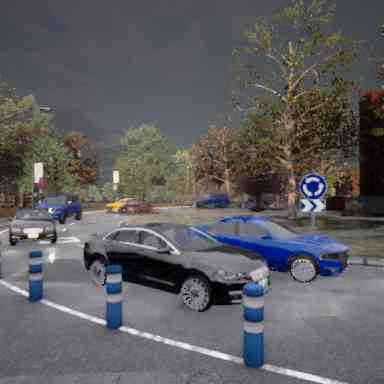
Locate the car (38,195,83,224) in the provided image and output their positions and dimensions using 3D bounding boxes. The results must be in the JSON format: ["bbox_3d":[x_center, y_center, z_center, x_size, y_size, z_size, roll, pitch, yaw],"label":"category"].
[{"bbox_3d":[-10.076,1.235,25.222,2.150,2.045,5.566,0,0,0],"label":"car"}]

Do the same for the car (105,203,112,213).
[{"bbox_3d":[-7.362,1.476,36.830,1.882,1.535,5.008,0,0,31],"label":"car"}]

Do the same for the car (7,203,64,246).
[{"bbox_3d":[-7.489,1.510,15.718,2.128,1.511,4.902,0,0,-25],"label":"car"}]

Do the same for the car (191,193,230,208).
[{"bbox_3d":[2.584,1.196,46.365,5.566,2.045,2.150,0,0,-24],"label":"car"}]

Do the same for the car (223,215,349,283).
[{"bbox_3d":[1.919,1.487,9.875,5.008,1.535,1.882,0,1,35],"label":"car"}]

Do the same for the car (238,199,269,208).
[{"bbox_3d":[8.297,1.578,44.971,4.181,1.385,1.994,0,0,-12],"label":"car"}]

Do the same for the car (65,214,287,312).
[{"bbox_3d":[-0.588,1.507,7.863,4.902,1.511,2.128,0,0,37],"label":"car"}]

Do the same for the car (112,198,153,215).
[{"bbox_3d":[-5.635,1.563,33.175,1.994,1.385,4.181,0,0,23],"label":"car"}]
